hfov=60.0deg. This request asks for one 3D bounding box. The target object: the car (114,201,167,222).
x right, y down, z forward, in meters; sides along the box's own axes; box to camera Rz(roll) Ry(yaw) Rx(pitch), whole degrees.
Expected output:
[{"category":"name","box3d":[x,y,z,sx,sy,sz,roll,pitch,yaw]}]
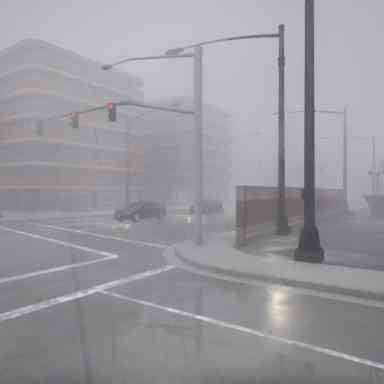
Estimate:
[{"category":"car","box3d":[-3.996,1.505,26.359,1.837,1.490,4.892,0,0,35]}]

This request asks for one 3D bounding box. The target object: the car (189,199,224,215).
[{"category":"car","box3d":[1.597,1.505,34.480,1.837,1.490,4.892,0,0,35]}]
